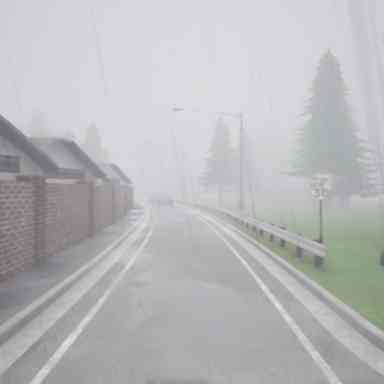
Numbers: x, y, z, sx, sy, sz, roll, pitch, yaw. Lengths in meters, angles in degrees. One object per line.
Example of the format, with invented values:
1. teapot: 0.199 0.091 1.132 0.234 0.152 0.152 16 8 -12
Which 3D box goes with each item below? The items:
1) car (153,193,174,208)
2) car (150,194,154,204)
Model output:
1. car: -3.599 1.224 44.005 1.882 1.535 5.008 0 0 -11
2. car: -5.628 1.043 53.894 2.097 1.767 4.553 0 0 -14
